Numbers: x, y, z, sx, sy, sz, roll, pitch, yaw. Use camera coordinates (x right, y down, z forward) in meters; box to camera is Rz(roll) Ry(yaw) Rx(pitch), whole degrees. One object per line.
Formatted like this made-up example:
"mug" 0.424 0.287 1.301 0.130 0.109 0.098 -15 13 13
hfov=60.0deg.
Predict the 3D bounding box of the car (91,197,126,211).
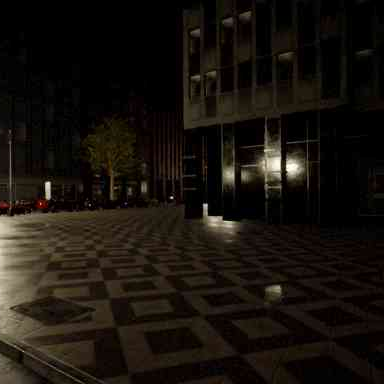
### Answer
"car" -10.548 1.527 39.830 1.947 1.339 4.313 -1 0 35

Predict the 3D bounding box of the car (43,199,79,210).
"car" -17.553 1.645 44.689 1.802 1.307 4.206 -1 0 35

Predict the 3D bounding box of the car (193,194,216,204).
"car" 2.379 1.285 63.018 2.097 1.767 4.553 -1 0 35

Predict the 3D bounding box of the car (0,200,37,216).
"car" -16.971 1.579 30.561 1.802 1.307 4.206 -1 0 35

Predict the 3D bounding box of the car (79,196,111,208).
"car" -14.342 1.487 49.324 1.967 1.590 4.097 -1 0 35

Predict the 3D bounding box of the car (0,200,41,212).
"car" -20.764 1.645 40.054 1.947 1.339 4.313 -1 0 35

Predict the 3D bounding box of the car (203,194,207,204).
"car" 2.296 1.224 58.371 2.192 1.841 5.009 -1 0 35

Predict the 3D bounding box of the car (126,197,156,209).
"car" -7.337 1.511 44.464 1.947 1.339 4.313 -1 0 35

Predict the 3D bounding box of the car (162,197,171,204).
"car" -4.705 1.577 63.231 1.947 1.339 4.313 -1 0 35

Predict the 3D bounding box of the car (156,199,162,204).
"car" -8.014 1.547 58.455 1.752 1.417 4.829 -1 0 35

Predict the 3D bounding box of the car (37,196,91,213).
"car" -13.762 1.292 35.197 2.192 1.841 5.009 -1 0 35

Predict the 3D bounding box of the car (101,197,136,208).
"car" -10.876 1.500 49.464 2.128 1.511 4.902 -1 0 35

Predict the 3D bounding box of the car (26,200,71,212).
"car" -17.272 1.641 40.263 1.895 1.301 4.718 -1 0 35

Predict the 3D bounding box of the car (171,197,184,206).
"car" -0.914 1.464 53.735 1.887 1.381 4.507 -1 0 35

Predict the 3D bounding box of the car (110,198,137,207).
"car" -11.129 1.615 53.959 1.802 1.307 4.206 -1 0 35
